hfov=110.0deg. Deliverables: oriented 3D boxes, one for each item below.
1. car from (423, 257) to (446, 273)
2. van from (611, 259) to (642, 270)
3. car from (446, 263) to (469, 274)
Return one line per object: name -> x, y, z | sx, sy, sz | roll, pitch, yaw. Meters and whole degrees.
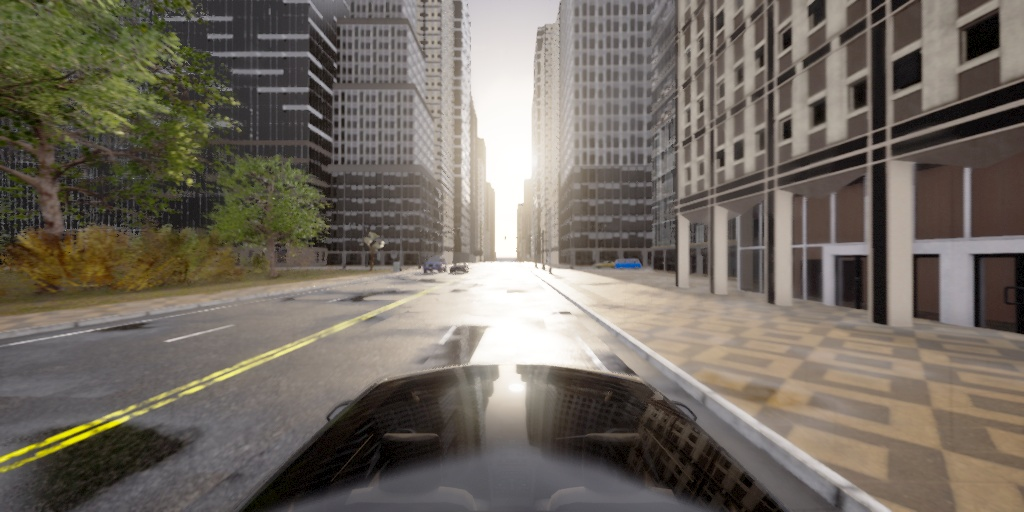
car -> -9.830, 1.142, 46.139 | 2.150, 2.045, 5.566 | 0, -1, 0
van -> 18.300, 1.346, 56.658 | 3.998, 1.789, 1.690 | 0, 0, 2
car -> -6.592, 1.514, 45.027 | 1.895, 1.301, 4.718 | 0, 0, 1
